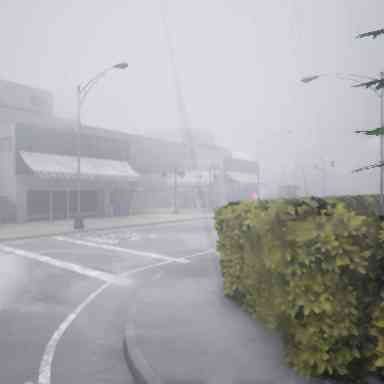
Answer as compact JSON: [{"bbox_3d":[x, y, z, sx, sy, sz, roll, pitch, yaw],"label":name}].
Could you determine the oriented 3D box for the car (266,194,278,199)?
[{"bbox_3d":[18.079,1.224,74.776,1.970,1.475,3.806,0,0,37],"label":"car"}]

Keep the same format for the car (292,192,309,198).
[{"bbox_3d":[25.250,1.292,78.194,2.007,1.523,4.514,0,0,37],"label":"car"}]
